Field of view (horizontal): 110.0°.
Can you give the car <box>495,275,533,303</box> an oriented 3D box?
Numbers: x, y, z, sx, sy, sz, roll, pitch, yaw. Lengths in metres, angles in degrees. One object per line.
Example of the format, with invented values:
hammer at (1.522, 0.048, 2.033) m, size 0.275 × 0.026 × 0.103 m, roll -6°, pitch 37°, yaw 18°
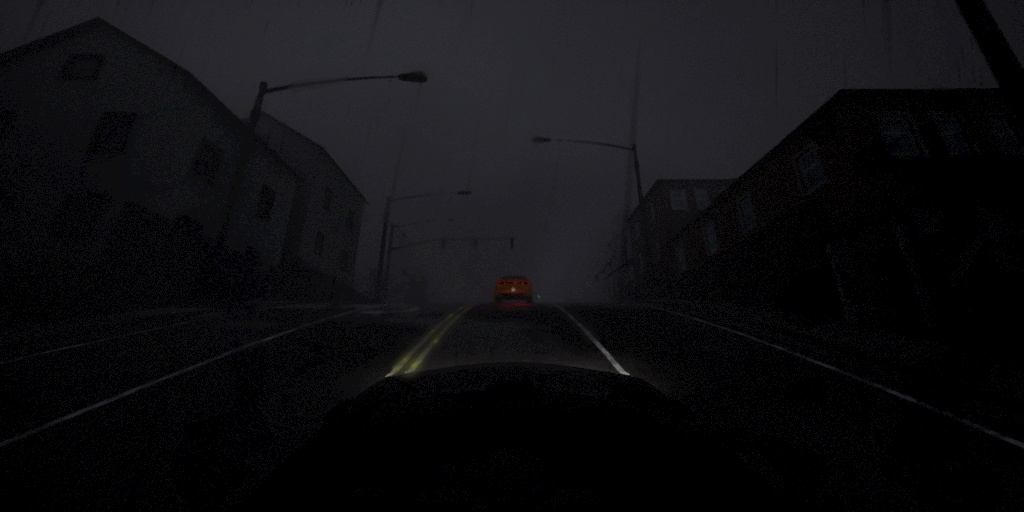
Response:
car at (0.140, 1.866, 19.665) m, size 1.882 × 1.535 × 5.008 m, roll 0°, pitch -9°, yaw 2°
